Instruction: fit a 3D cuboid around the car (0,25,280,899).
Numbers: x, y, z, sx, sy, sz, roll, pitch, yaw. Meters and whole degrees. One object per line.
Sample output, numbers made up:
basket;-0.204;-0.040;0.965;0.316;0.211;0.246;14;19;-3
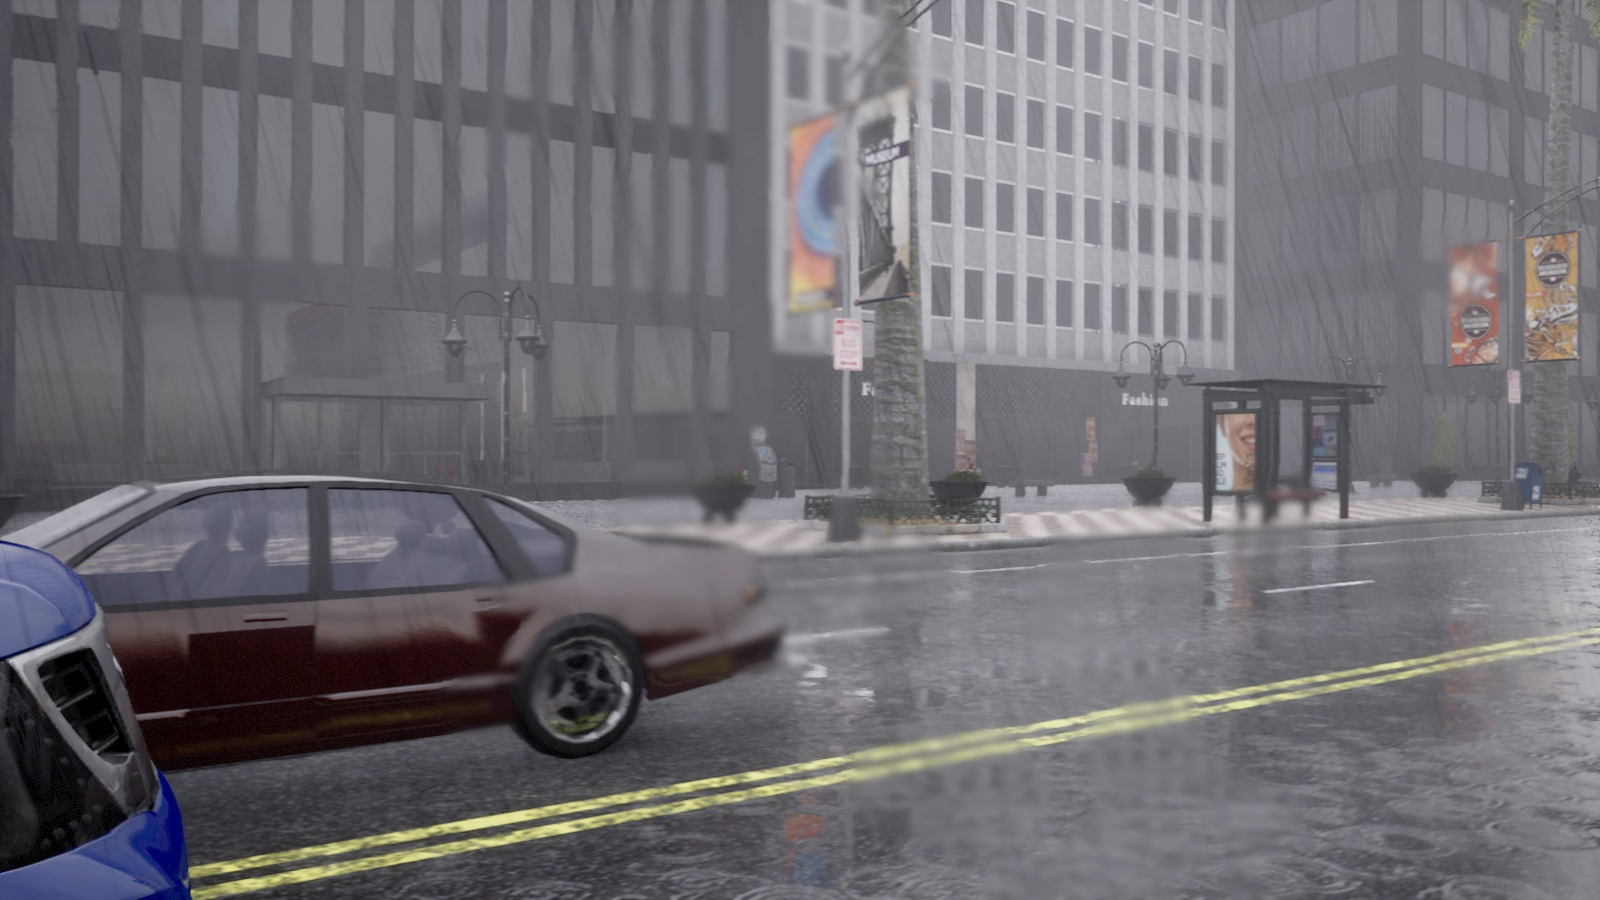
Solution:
car;-3.654;0.474;1.116;5.566;2.045;2.150;0;0;-35

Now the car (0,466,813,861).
car;-2.712;0.813;6.035;5.357;1.411;2.033;0;0;-35
